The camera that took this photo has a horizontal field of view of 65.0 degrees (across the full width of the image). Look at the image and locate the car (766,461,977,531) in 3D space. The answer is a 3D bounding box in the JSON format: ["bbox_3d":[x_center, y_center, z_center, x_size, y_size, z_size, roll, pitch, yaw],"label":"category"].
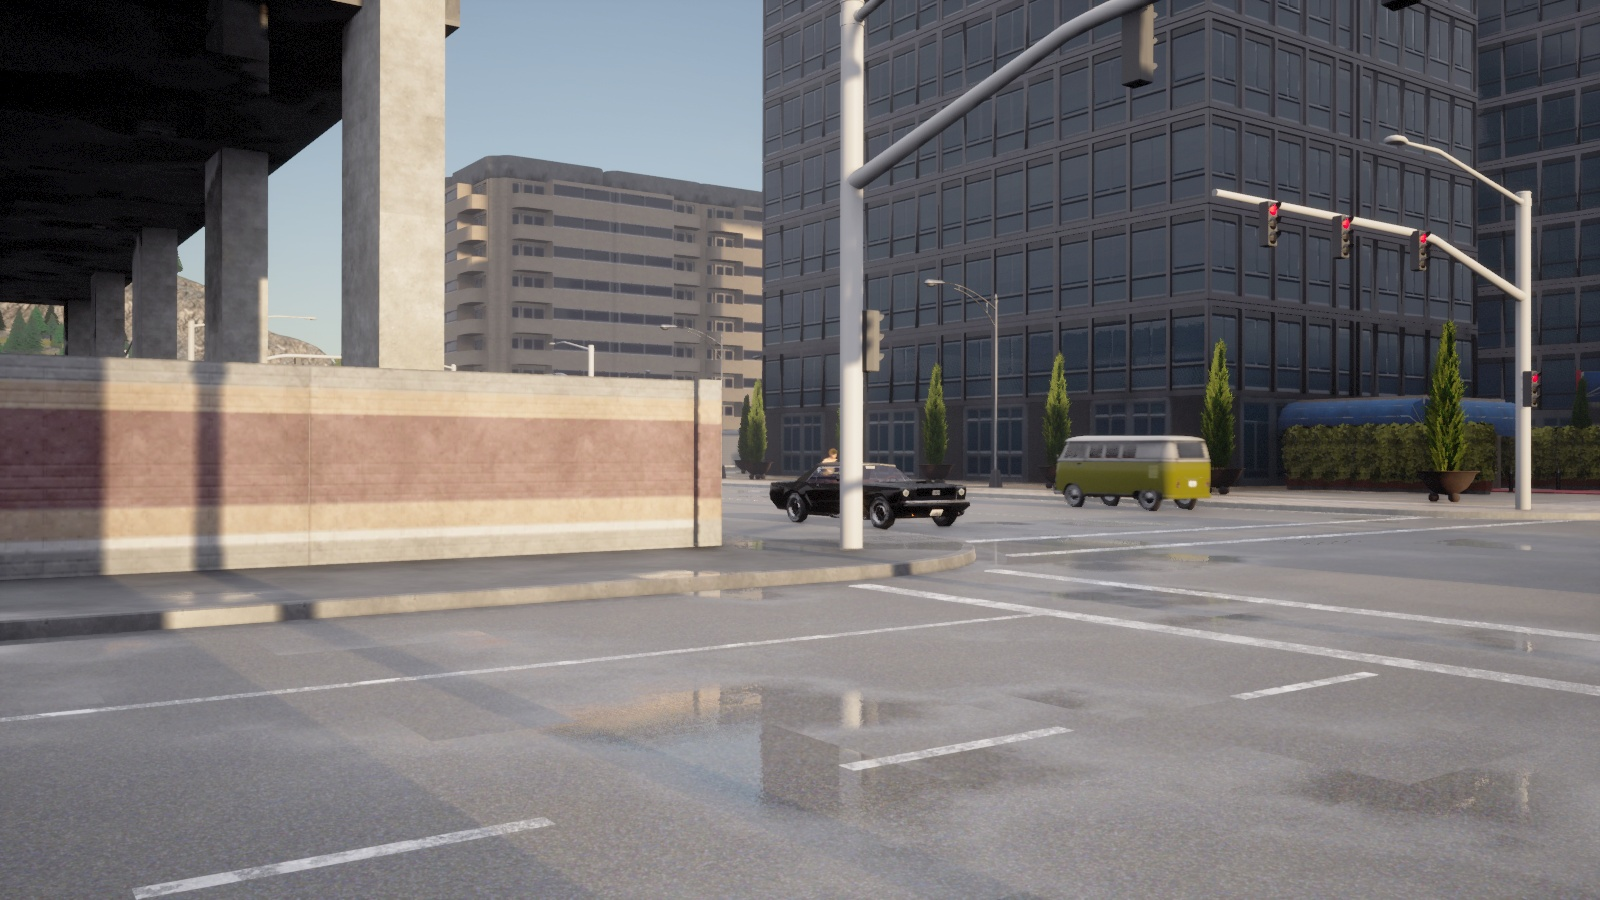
[{"bbox_3d":[1.379,0.907,26.381,1.895,1.301,4.718,0,0,-35],"label":"car"}]

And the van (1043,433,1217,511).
[{"bbox_3d":[8.846,0.562,34.000,1.775,1.987,4.442,0,0,-36],"label":"van"}]
